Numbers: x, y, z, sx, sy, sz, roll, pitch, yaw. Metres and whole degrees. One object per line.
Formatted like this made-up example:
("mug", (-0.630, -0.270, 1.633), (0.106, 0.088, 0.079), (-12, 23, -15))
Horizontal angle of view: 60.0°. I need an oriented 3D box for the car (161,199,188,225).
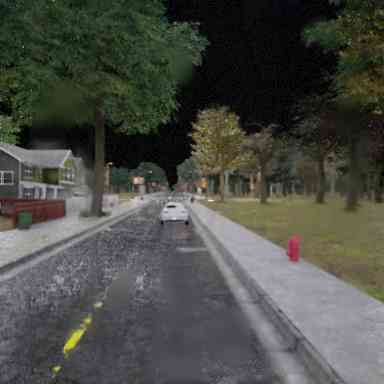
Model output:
("car", (-1.226, 1.438, 23.465), (1.812, 1.442, 4.674), (0, 0, -3))
